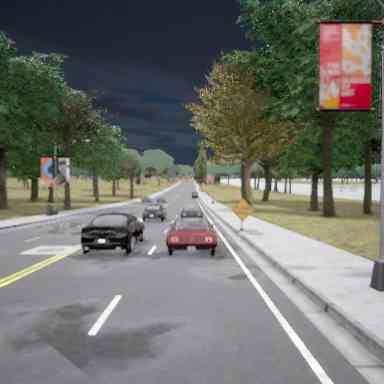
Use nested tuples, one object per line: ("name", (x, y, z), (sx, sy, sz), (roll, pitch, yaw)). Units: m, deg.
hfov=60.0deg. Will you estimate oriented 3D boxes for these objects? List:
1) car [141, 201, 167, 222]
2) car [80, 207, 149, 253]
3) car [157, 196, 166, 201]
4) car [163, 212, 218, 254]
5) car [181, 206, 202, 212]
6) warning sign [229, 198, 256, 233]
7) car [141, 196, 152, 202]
("car", (-3.265, 1.788, 29.375), (1.812, 1.442, 4.674), (0, 0, 0))
("car", (-3.253, 1.626, 14.472), (1.882, 1.535, 5.008), (0, 0, 0))
("car", (-6.551, 1.744, 71.773), (1.837, 1.490, 4.892), (0, 1, 0))
("car", (-0.008, 1.745, 14.086), (1.895, 1.301, 4.718), (0, -1, 0))
("car", (-0.019, 1.862, 29.094), (1.895, 1.301, 4.718), (0, 0, 0))
("warning sign", (2.873, 1.308, 18.946), (1.300, 1.860, 1.060), (2, 2, 0))
("car", (-9.800, 1.744, 71.770), (1.837, 1.490, 4.892), (0, 1, 0))
